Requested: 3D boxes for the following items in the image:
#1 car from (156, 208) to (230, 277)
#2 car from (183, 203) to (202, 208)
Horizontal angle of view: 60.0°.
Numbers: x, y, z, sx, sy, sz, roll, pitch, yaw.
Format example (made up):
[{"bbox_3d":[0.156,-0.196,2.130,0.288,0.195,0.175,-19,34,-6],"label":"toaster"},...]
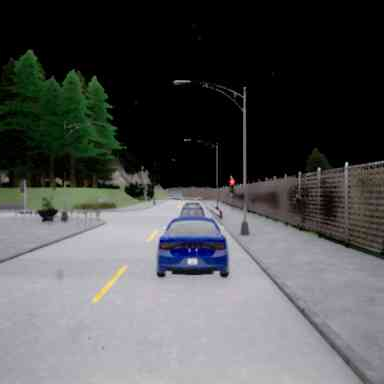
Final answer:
[{"bbox_3d":[0.034,1.482,10.280,1.882,1.535,5.008,0,0,0],"label":"car"},{"bbox_3d":[0.040,1.558,26.411,2.033,1.411,5.357,0,0,1],"label":"car"}]
